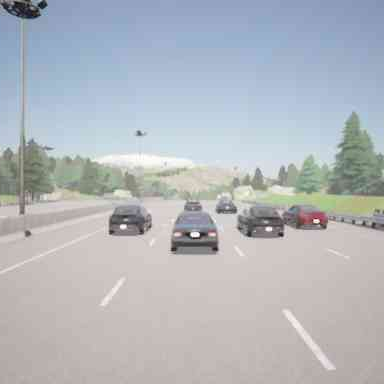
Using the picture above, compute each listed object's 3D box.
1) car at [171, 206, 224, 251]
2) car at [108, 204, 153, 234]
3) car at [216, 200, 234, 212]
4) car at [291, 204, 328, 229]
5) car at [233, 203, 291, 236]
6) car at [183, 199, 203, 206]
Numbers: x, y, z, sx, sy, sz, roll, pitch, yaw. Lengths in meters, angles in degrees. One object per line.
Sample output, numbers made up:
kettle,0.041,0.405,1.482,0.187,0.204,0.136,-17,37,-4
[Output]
car,0.100,1.513,13.956,2.033,1.411,5.357,0,0,0
car,-3.400,1.469,18.883,1.837,1.490,4.892,0,0,0
car,3.602,1.535,35.636,1.994,1.385,4.181,0,0,0
car,7.100,1.493,21.273,1.812,1.442,4.674,0,0,0
car,3.599,1.473,17.998,1.837,1.490,4.892,0,1,0
car,0.100,1.461,35.506,2.128,1.511,4.902,0,0,0
